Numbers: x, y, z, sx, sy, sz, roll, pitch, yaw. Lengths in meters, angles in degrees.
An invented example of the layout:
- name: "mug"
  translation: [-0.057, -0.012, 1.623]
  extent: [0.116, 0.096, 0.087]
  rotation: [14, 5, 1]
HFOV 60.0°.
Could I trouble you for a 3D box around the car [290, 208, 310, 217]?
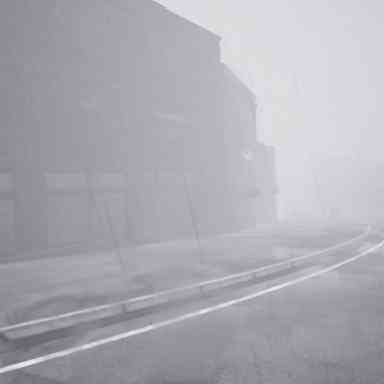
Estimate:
- name: "car"
  translation: [20.198, 3.792, 62.527]
  extent: [2.097, 1.767, 4.553]
  rotation: [-3, -3, -12]
